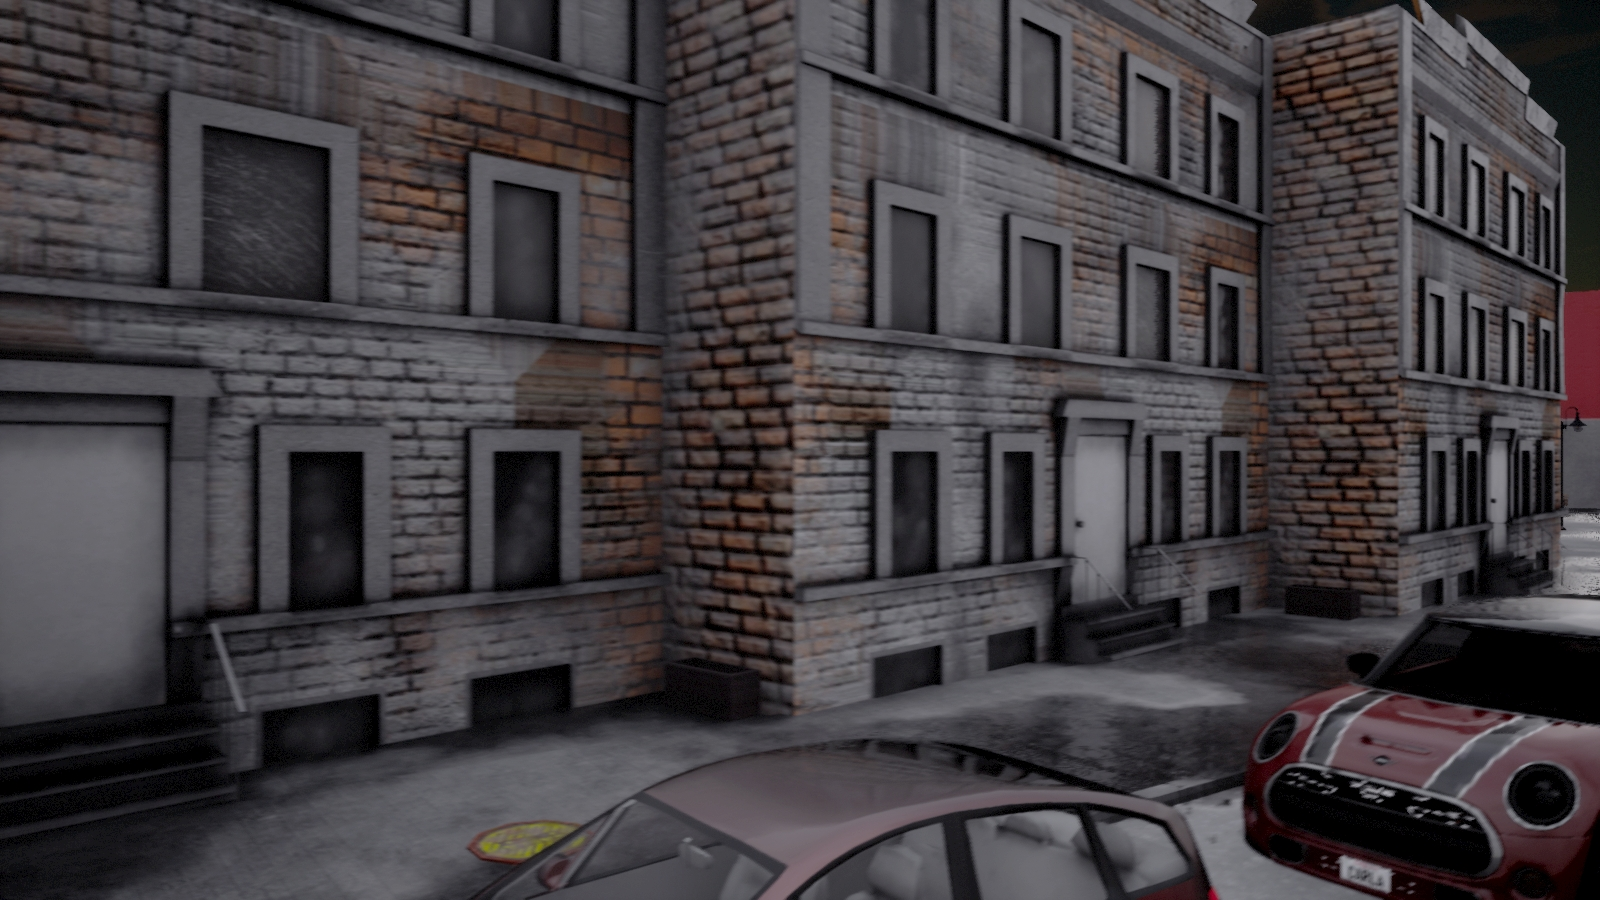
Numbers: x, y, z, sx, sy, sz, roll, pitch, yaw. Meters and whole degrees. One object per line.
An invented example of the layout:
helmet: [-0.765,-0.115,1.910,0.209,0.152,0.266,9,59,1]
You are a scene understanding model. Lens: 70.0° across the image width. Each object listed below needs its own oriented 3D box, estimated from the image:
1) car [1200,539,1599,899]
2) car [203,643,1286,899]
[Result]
car: [5.112,1.686,8.055,4.553,1.767,2.097,0,0,-36]
car: [-0.041,1.806,4.313,3.705,1.549,1.789,0,0,-36]
